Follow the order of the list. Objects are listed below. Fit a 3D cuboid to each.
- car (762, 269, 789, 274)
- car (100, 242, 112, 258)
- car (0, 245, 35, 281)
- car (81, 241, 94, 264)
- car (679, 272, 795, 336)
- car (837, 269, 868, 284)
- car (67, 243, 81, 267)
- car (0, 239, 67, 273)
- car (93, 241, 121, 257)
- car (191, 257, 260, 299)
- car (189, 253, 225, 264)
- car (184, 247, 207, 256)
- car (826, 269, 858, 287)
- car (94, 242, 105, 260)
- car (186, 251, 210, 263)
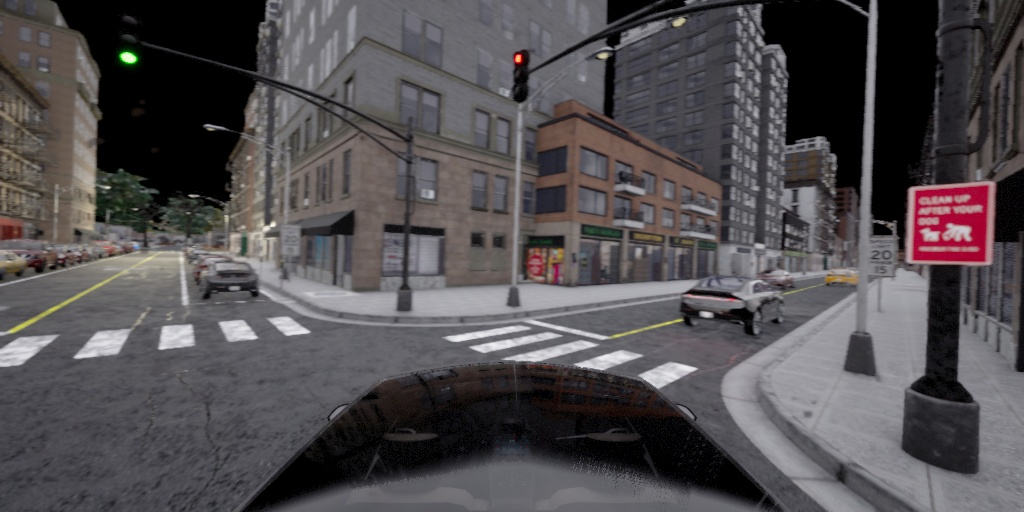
[{"bbox_3d":[19.557,1.702,26.752,4.674,1.442,1.812,1,1,-43],"label":"car"},{"bbox_3d":[-43.270,-0.403,36.995,1.948,1.339,4.313,0,0,-43],"label":"car"},{"bbox_3d":[-24.552,0.325,16.753,1.751,1.417,4.829,0,0,-43],"label":"car"},{"bbox_3d":[-35.829,-0.222,28.948,1.967,1.591,4.097,0,0,-43],"label":"car"},{"bbox_3d":[6.941,1.385,11.155,4.902,1.511,2.128,1,1,-43],"label":"car"},{"bbox_3d":[38.100,2.199,40.062,5.357,1.411,2.033,1,1,-42],"label":"car"},{"bbox_3d":[-32.109,-0.068,24.924,1.967,1.591,4.097,0,0,-43],"label":"car"},{"bbox_3d":[-28.388,-0.040,20.901,2.192,1.841,5.009,0,0,-43],"label":"car"},{"bbox_3d":[-46.991,-0.807,41.018,2.192,1.841,5.009,0,0,-43],"label":"car"},{"bbox_3d":[-11.321,0.843,14.304,2.007,1.370,4.403,0,0,-43],"label":"car"},{"bbox_3d":[-15.043,0.684,18.325,1.888,1.381,4.507,0,0,-43],"label":"car"},{"bbox_3d":[-29.931,0.075,34.413,2.007,1.370,4.403,0,0,-43],"label":"car"},{"bbox_3d":[29.876,1.933,32.380,5.008,1.535,1.882,1,1,-43],"label":"car"},{"bbox_3d":[-39.550,-0.265,32.971,2.007,1.370,4.403,0,0,-43],"label":"car"},{"bbox_3d":[-18.765,0.536,22.347,2.007,1.370,4.403,0,0,-43],"label":"car"}]
